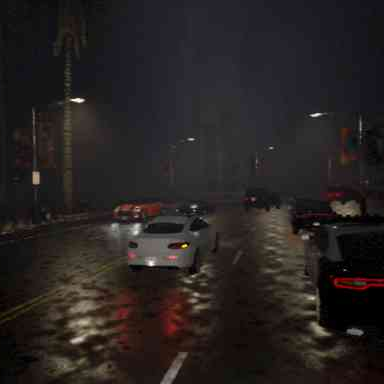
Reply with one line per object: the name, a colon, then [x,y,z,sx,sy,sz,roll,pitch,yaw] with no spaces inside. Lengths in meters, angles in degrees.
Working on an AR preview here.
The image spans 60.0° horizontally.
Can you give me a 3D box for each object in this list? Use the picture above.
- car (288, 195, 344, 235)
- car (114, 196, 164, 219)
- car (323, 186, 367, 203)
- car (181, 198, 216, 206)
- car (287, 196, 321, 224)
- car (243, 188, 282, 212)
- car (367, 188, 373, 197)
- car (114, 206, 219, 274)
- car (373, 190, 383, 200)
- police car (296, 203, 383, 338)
car: [5.753,1.122,16.125,1.882,1.535,5.008,-1,1,15]
car: [-3.761,1.119,24.255,2.097,1.767,4.553,-1,1,20]
car: [16.900,0.317,37.236,5.566,2.045,2.150,-2,1,-38]
car: [0.429,1.186,26.250,2.033,1.411,5.357,-1,1,21]
car: [7.221,1.063,21.504,1.812,1.442,4.674,-1,1,18]
car: [6.444,0.663,30.091,2.150,2.045,5.566,-1,1,29]
car: [27.656,0.085,54.200,5.008,1.535,1.882,-2,1,-14]
car: [-0.390,1.398,10.128,1.812,1.442,4.674,-1,1,15]
car: [26.376,0.265,42.980,5.008,1.535,1.882,-2,1,-21]
police car: [3.279,1.257,6.550,1.930,1.638,5.238,-1,1,15]
